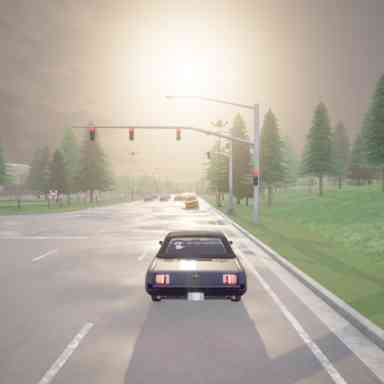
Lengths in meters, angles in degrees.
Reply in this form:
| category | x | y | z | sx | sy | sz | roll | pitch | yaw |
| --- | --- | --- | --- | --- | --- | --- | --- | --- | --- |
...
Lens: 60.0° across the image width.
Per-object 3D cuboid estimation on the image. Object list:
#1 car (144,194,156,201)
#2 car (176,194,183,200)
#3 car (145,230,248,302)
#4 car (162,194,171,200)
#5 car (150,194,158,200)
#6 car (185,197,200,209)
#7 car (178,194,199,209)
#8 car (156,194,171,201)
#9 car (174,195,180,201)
| category | x | y | z | sx | sy | sz | roll | pitch | yaw |
| --- | --- | --- | --- | --- | --- | --- | --- | --- | --- |
| car | -10.354 | 1.531 | 80.541 | 2.033 | 1.411 | 5.357 | 0 | 0 | 0 |
| car | -3.335 | 1.356 | 90.948 | 1.812 | 1.442 | 4.674 | 0 | 0 | 0 |
| car | 0.094 | 1.601 | 8.234 | 1.895 | 1.301 | 4.718 | 0 | 0 | 0 |
| car | -6.835 | 1.372 | 90.954 | 2.033 | 1.411 | 5.357 | 0 | 0 | 0 |
| car | -10.335 | 1.332 | 90.961 | 1.837 | 1.490 | 4.892 | 0 | 0 | 0 |
| car | 0.084 | 1.591 | 49.899 | 2.033 | 1.411 | 5.357 | 0 | 2 | 0 |
| car | -0.265 | 1.060 | 46.506 | 1.882 | 1.535 | 5.008 | -11 | 16 | -5 |
| car | -6.854 | 1.531 | 80.534 | 2.033 | 1.411 | 5.357 | 0 | 0 | 0 |
| car | -3.353 | 1.544 | 80.945 | 1.994 | 1.385 | 4.181 | 0 | 0 | 0 |
